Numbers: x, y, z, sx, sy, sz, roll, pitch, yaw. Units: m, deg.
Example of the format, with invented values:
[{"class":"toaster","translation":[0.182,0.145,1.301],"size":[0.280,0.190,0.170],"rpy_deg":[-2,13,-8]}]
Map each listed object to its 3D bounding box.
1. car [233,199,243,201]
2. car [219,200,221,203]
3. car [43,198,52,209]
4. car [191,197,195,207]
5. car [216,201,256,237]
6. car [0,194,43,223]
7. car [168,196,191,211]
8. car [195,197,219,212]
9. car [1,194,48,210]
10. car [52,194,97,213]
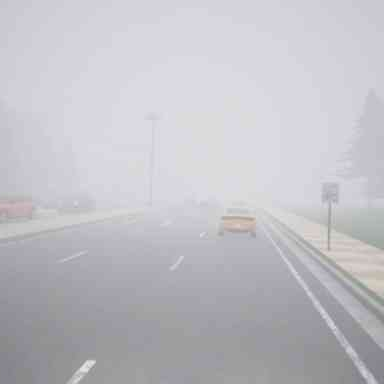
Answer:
[{"class":"car","translation":[6.061,1.635,43.716],"size":[1.812,1.442,4.674],"rpy_deg":[2,0,8]},{"class":"car","translation":[3.271,1.519,49.755],"size":[2.128,1.511,4.902],"rpy_deg":[2,0,8]},{"class":"car","translation":[-13.995,1.142,35.111],"size":[1.994,1.385,4.181],"rpy_deg":[2,0,8]},{"class":"car","translation":[-0.229,1.438,49.990],"size":[1.837,1.490,4.892],"rpy_deg":[2,0,8]},{"class":"car","translation":[2.589,1.524,18.851],"size":[1.882,1.535,5.008],"rpy_deg":[2,0,8]},{"class":"car","translation":[-12.315,0.992,21.869],"size":[2.097,1.767,4.553],"rpy_deg":[2,0,8]},{"class":"car","translation":[-1.640,1.432,39.516],"size":[1.812,1.442,4.674],"rpy_deg":[2,0,9]},{"class":"car","translation":[1.828,1.526,39.049],"size":[1.812,1.442,4.674],"rpy_deg":[2,0,9]},{"class":"car","translation":[-17.527,0.960,35.082],"size":[1.882,1.535,5.008],"rpy_deg":[2,0,8]},{"class":"car","translation":[-10.917,1.018,31.831],"size":[2.097,1.767,4.553],"rpy_deg":[2,0,8]}]
